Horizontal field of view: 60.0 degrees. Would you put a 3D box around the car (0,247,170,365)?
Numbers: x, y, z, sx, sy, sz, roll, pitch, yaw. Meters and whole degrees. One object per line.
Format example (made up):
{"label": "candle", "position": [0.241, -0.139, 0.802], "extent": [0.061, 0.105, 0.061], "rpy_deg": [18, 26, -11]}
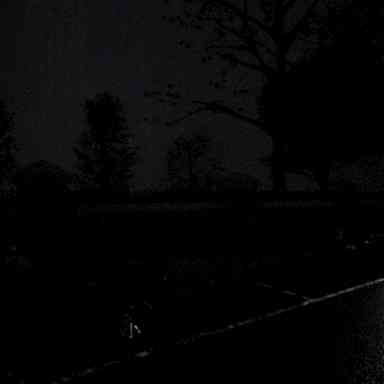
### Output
{"label": "car", "position": [-2.355, 1.568, 4.880], "extent": [4.313, 1.339, 1.947], "rpy_deg": [0, 0, -35]}

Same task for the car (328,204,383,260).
{"label": "car", "position": [6.815, 1.341, 11.416], "extent": [5.009, 1.841, 2.192], "rpy_deg": [0, 0, -35]}
